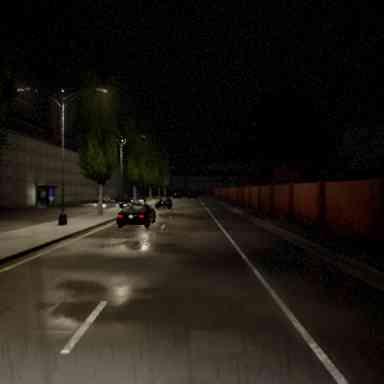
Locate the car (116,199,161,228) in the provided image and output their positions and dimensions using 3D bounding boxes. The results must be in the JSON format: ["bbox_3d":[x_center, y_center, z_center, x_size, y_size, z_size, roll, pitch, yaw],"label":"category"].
[{"bbox_3d":[-3.402,1.415,21.045,2.033,1.411,5.357,0,0,0],"label":"car"}]

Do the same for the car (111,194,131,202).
[{"bbox_3d":[-11.550,1.196,56.190,2.033,1.411,5.357,0,0,1],"label":"car"}]

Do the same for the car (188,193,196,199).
[{"bbox_3d":[-0.006,0.981,79.986,1.837,1.490,4.892,0,0,0],"label":"car"}]

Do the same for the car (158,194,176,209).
[{"bbox_3d":[-3.404,1.292,40.788,2.033,1.411,5.357,0,0,0],"label":"car"}]

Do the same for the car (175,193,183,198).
[{"bbox_3d":[-3.507,0.892,90.244,1.812,1.442,4.674,0,0,0],"label":"car"}]

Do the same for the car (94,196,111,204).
[{"bbox_3d":[-15.051,1.250,56.109,1.895,1.301,4.718,0,0,1],"label":"car"}]

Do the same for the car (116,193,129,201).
[{"bbox_3d":[-15.006,1.072,72.289,1.812,1.442,4.674,0,0,0],"label":"car"}]

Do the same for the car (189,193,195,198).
[{"bbox_3d":[-0.007,0.892,90.245,1.812,1.442,4.674,0,0,0],"label":"car"}]

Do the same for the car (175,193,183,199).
[{"bbox_3d":[-3.507,1.015,79.851,2.128,1.511,4.902,0,0,0],"label":"car"}]

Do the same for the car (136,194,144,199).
[{"bbox_3d":[-11.506,1.072,72.333,1.812,1.442,4.674,0,0,0],"label":"car"}]
